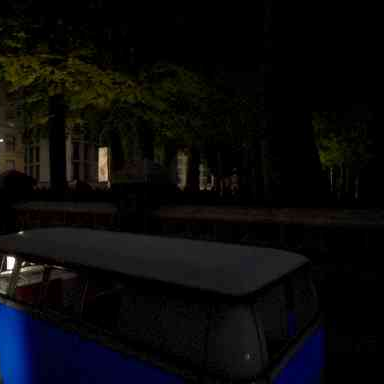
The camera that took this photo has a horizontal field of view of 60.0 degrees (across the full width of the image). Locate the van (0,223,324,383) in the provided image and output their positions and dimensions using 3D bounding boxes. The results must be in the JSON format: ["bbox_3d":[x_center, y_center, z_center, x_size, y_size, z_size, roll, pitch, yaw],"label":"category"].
[{"bbox_3d":[-0.749,1.341,3.395,3.998,1.788,1.690,0,0,36],"label":"van"}]
